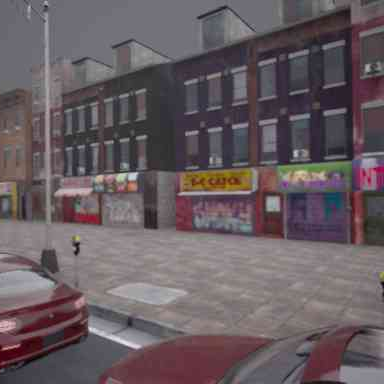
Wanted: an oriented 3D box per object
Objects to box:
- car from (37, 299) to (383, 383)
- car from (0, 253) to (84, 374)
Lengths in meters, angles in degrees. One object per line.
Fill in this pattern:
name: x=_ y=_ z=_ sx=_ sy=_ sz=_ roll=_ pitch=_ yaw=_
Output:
car: x=1.073 y=1.584 z=2.052 sx=4.206 sy=1.307 sz=1.802 roll=-1 pitch=-1 yaw=35
car: x=-3.354 y=1.636 z=5.208 sx=4.206 sy=1.307 sz=1.802 roll=-1 pitch=-1 yaw=35
